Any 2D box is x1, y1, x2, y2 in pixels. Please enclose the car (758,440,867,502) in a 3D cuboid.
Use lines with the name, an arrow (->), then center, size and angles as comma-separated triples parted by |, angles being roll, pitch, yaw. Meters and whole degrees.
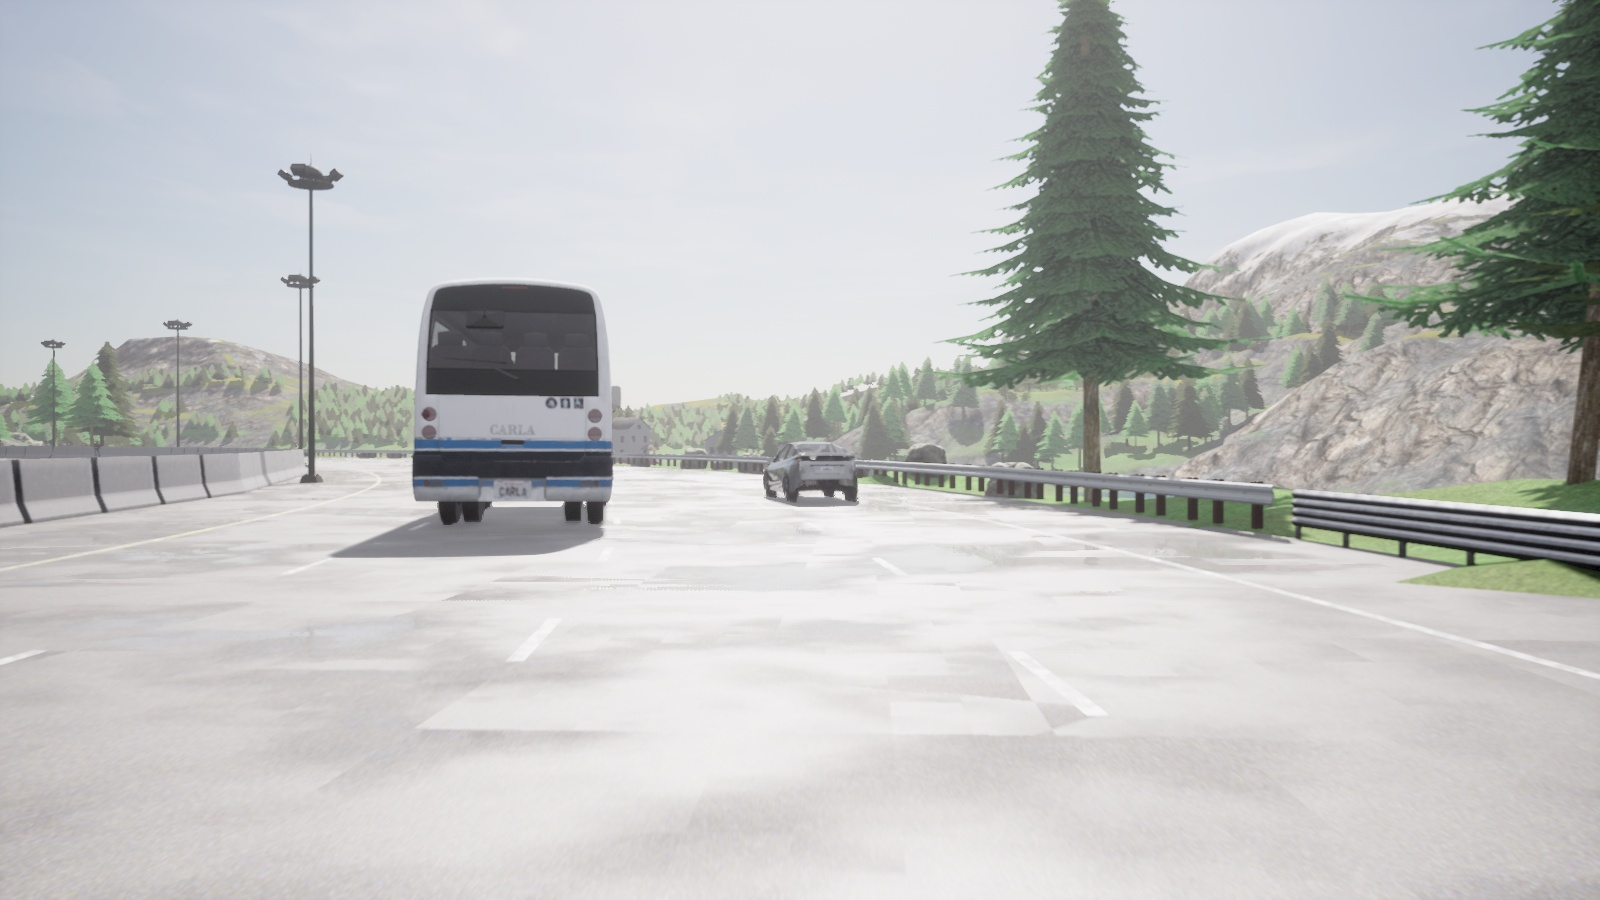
car -> 0.245, 0.506, 33.172 | 2.007, 1.525, 4.514 | 0, 0, -11

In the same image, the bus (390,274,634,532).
bus -> -5.559, -0.781, 26.031 | 3.944, 4.253, 10.273 | 1, 0, -9
